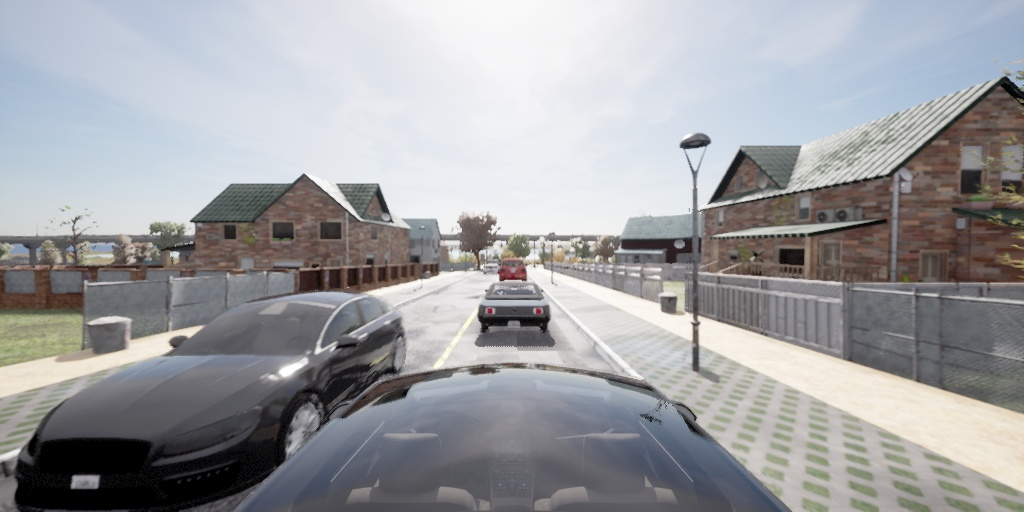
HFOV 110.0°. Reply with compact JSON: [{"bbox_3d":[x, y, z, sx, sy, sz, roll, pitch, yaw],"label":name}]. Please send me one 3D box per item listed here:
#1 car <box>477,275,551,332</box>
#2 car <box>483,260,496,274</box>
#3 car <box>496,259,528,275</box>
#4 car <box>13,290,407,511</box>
[{"bbox_3d":[0.069,1.437,11.249,1.895,1.301,4.718,0,-1,0],"label":"car"},{"bbox_3d":[-2.746,1.519,49.733,2.150,2.045,5.566,0,-1,0],"label":"car"},{"bbox_3d":[0.086,1.230,28.942,2.150,2.045,5.566,0,0,0],"label":"car"},{"bbox_3d":[-2.850,1.282,4.825,1.837,1.490,4.892,0,-1,0],"label":"car"}]
